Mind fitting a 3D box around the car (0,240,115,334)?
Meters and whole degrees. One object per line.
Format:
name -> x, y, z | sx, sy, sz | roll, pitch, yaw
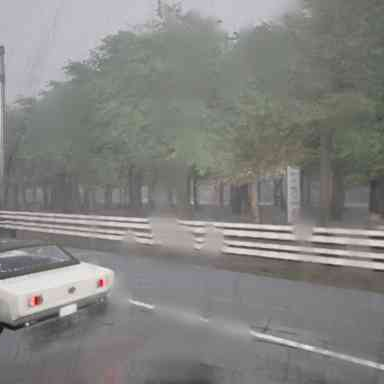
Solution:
car -> -3.815, 1.651, 6.714 | 4.718, 1.301, 1.895 | -1, 0, 36
